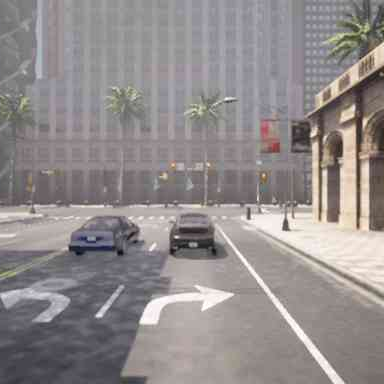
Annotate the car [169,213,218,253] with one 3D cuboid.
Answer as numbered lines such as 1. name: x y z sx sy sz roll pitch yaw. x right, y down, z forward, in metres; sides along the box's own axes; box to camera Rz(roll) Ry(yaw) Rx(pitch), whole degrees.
1. car: 0.057 1.644 14.262 1.837 1.490 4.892 0 0 0

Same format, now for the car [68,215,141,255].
1. car: -3.447 1.680 13.954 2.033 1.411 5.357 0 -1 0
